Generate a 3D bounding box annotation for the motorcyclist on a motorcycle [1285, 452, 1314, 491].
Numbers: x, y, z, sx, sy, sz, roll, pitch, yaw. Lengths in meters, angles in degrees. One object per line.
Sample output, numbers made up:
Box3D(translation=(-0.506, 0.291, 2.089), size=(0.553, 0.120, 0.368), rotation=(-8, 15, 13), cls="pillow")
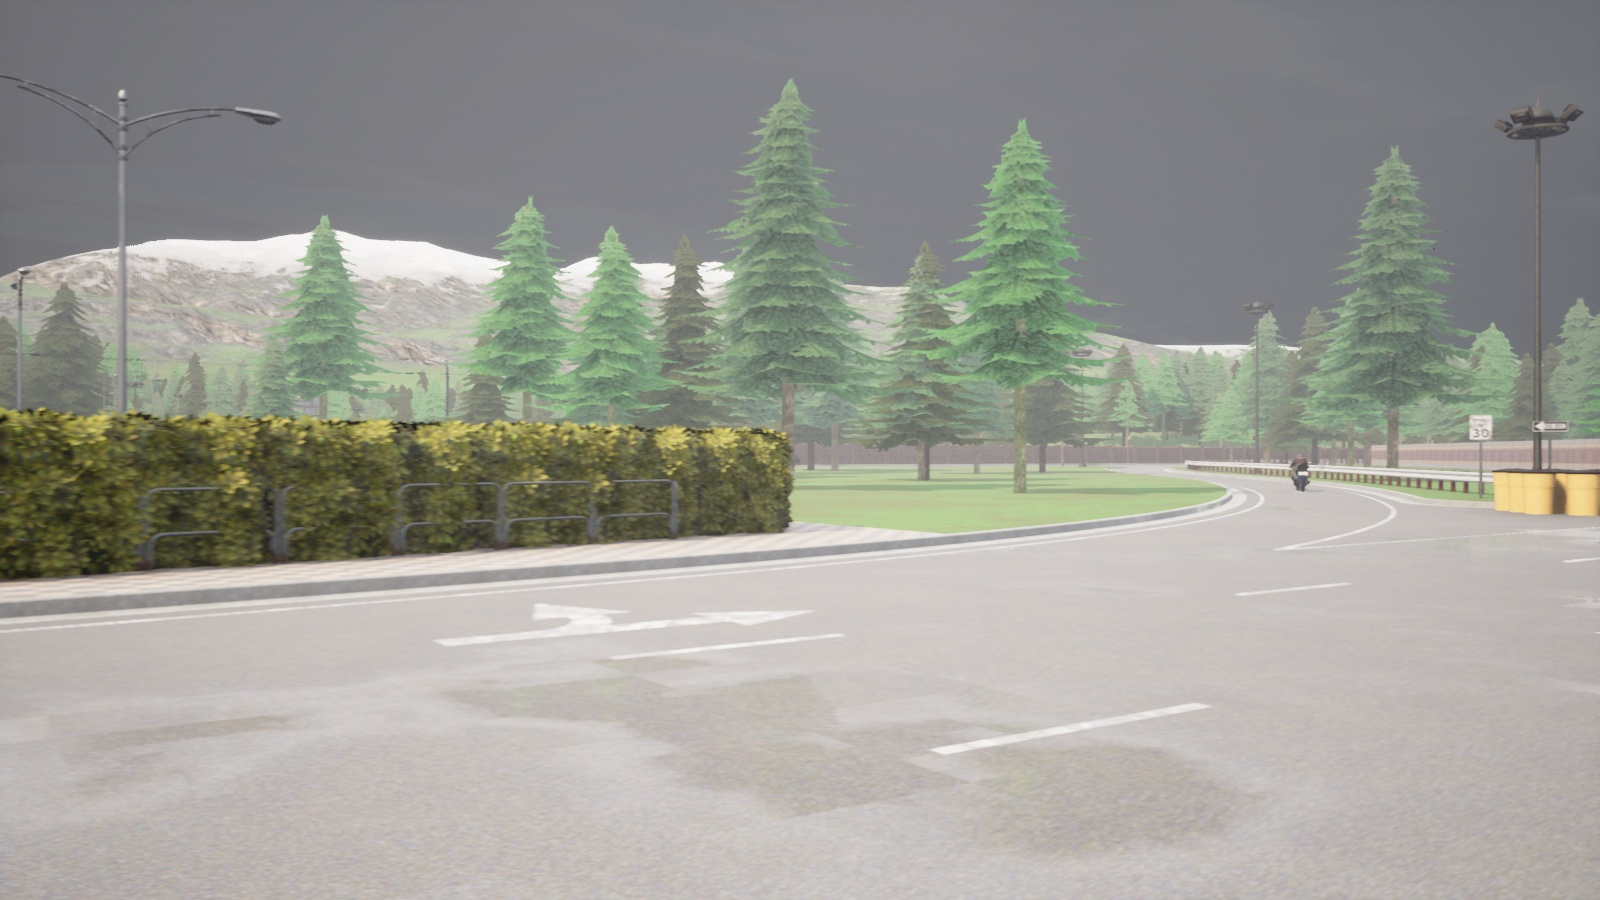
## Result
Box3D(translation=(20.074, 0.861, 50.534), size=(0.866, 1.530, 2.191), rotation=(0, 0, 16), cls="motorcyclist on a motorcycle")
